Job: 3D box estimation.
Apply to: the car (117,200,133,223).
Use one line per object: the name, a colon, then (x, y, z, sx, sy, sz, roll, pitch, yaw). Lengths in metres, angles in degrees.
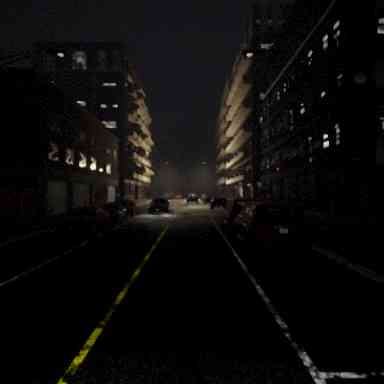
car: (-5.658, 1.408, 23.405, 1.802, 1.307, 4.206, 1, 0, 0)

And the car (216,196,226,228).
car: (2.721, 1.182, 17.784, 2.192, 1.841, 5.009, 1, 0, 0)

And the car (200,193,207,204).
car: (2.749, 1.172, 51.213, 2.008, 1.369, 4.403, 1, 0, 0)

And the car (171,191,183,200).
car: (-2.932, 0.939, 72.563, 1.812, 1.442, 4.674, 0, 0, 0)

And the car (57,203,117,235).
car: (-5.663, 1.412, 17.835, 1.887, 1.381, 4.507, 1, 0, 0)

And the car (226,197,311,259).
car: (2.715, 1.223, 12.214, 2.192, 1.841, 5.009, 1, 0, 0)

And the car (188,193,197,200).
car: (0.070, 0.937, 74.679, 2.033, 1.411, 5.357, 0, 0, 0)

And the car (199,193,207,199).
car: (2.780, 0.958, 84.639, 1.802, 1.307, 4.206, 1, 0, 0)

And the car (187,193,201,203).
car: (0.080, 1.194, 55.037, 1.895, 1.301, 4.718, 0, 0, 1)

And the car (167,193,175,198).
car: (-5.594, 0.917, 90.258, 1.802, 1.307, 4.206, 1, 0, 0)

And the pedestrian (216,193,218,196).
pedestrian: (3.039, 0.988, 41.222, 0.375, 1.860, 0.375, 1, 0, -5)

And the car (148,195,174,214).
car: (-3.068, 1.289, 31.879, 1.812, 1.442, 4.674, 0, 0, 0)

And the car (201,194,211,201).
car: (2.765, 1.080, 67.926, 1.802, 1.307, 4.206, 1, 0, 0)

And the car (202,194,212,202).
car: (2.760, 1.063, 62.524, 1.752, 1.417, 4.829, 1, 0, 0)

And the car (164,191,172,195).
car: (-5.610, 1.023, 73.545, 1.947, 1.339, 4.313, 1, 0, 0)

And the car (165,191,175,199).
car: (-5.596, 0.691, 84.685, 2.192, 1.841, 5.009, 1, 0, 0)

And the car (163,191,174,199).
car: (-5.601, 0.732, 79.113, 2.192, 1.841, 5.009, 1, 0, 0)

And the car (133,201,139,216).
car: (-5.653, 1.367, 28.977, 1.802, 1.307, 4.206, 1, 0, 0)

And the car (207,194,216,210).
car: (3.036, 1.222, 38.265, 1.837, 1.490, 4.892, 0, 0, 0)
